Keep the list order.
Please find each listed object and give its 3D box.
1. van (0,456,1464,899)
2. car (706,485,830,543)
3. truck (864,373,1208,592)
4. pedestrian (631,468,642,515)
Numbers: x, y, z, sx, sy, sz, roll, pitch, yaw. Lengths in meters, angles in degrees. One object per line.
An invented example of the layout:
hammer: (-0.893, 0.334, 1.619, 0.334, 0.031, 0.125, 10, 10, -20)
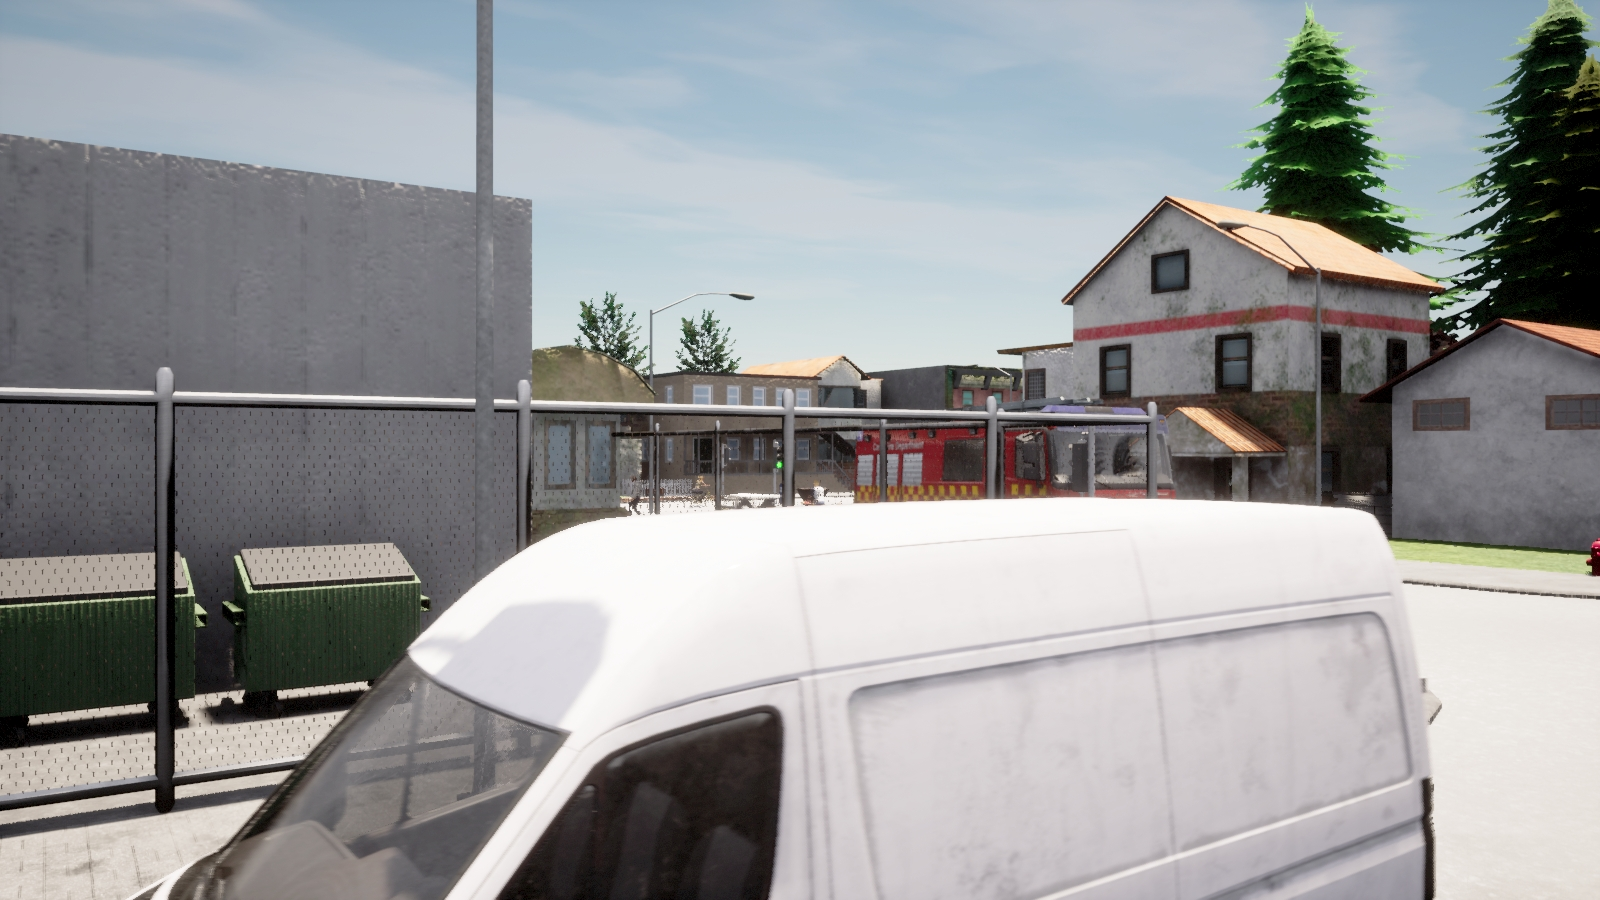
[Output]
van: (0.030, 1.314, 4.451, 5.915, 2.561, 1.988, 0, 0, -33)
car: (-0.999, 1.845, 33.975, 1.970, 1.475, 3.806, 0, 0, -33)
truck: (4.529, 0.675, 24.431, 2.891, 3.827, 8.468, 1, -2, -23)
pedestrian: (-6.502, 1.628, 45.331, 0.375, 1.860, 0.375, 0, 0, -17)
